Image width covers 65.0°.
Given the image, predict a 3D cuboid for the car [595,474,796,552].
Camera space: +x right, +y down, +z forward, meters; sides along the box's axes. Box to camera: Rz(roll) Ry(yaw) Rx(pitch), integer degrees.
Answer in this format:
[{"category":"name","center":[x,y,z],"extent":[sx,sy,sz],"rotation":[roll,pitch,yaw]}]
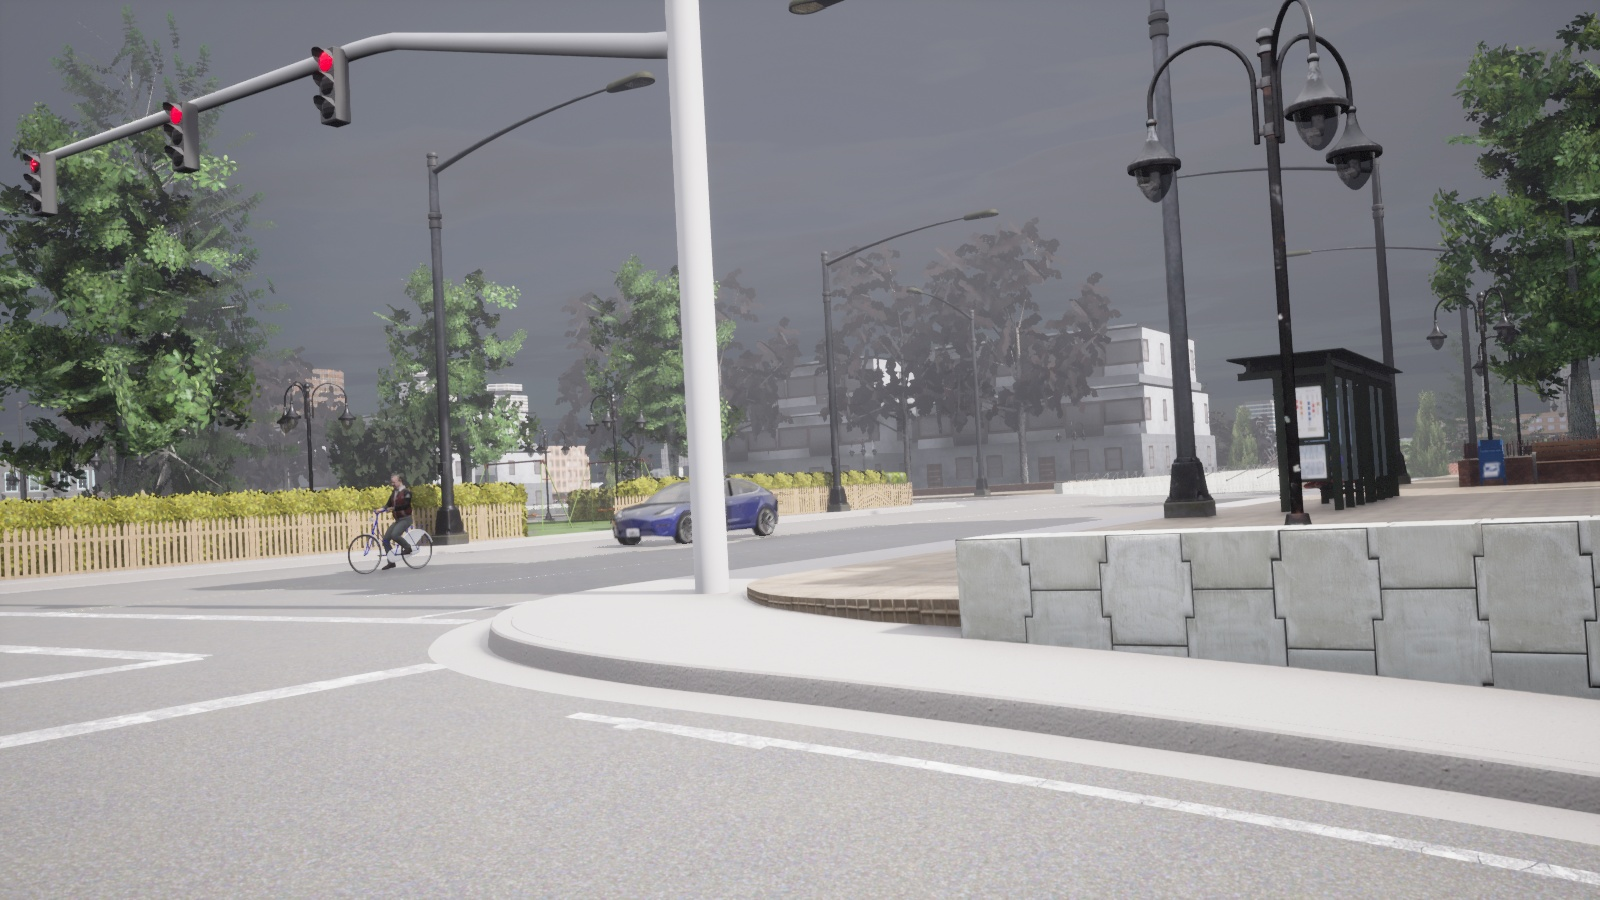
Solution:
[{"category":"car","center":[-2.396,1.471,30.082],"extent":[2.163,1.488,4.792],"rotation":[-5,-2,34]}]

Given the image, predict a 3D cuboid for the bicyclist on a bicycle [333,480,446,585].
[{"category":"bicyclist on a bicycle","center":[-7.417,1.470,22.765],"extent":[0.659,1.776,1.843],"rotation":[-5,-2,34]}]
